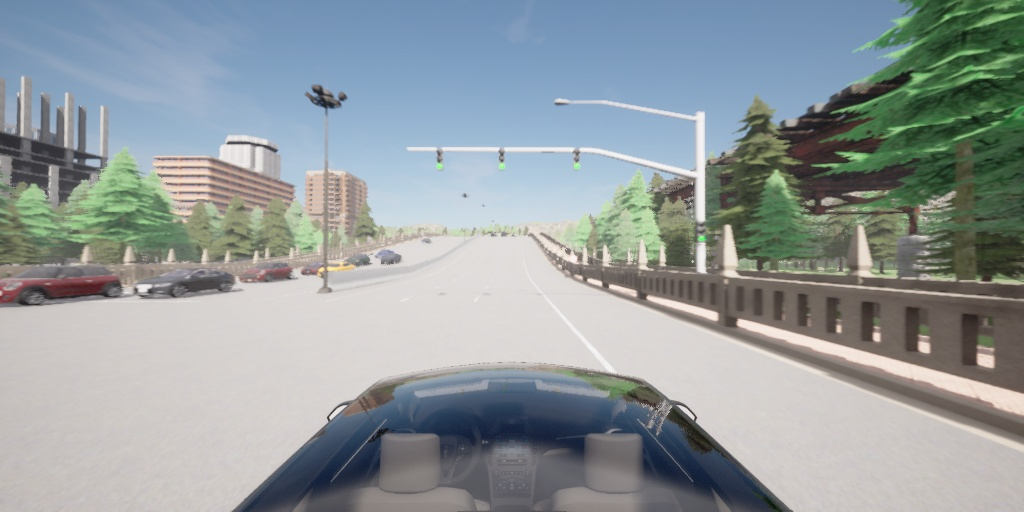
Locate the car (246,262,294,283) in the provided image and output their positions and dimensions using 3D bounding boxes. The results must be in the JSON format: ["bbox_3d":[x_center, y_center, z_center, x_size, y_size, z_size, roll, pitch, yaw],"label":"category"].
[{"bbox_3d":[-21.075,1.331,31.054,2.097,1.767,4.553,0,1,0],"label":"car"}]

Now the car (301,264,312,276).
[{"bbox_3d":[-20.980,1.355,38.884,1.994,1.385,4.181,0,2,0],"label":"car"}]

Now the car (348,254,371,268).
[{"bbox_3d":[-20.989,0.540,48.745,2.097,1.767,4.553,0,5,1],"label":"car"}]

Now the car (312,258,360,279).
[{"bbox_3d":[-17.563,1.364,36.114,1.882,1.535,5.008,0,2,0],"label":"car"}]

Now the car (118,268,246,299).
[{"bbox_3d":[-17.592,1.405,19.559,2.128,1.511,4.902,0,-1,0],"label":"car"}]

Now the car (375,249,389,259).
[{"bbox_3d":[-20.879,-0.321,58.835,1.812,1.442,4.674,0,7,0],"label":"car"}]

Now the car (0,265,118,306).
[{"bbox_3d":[-20.999,1.236,16.401,2.097,1.767,4.553,0,0,0],"label":"car"}]

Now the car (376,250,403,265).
[{"bbox_3d":[-17.451,0.364,52.075,1.882,1.535,5.008,0,6,1],"label":"car"}]
